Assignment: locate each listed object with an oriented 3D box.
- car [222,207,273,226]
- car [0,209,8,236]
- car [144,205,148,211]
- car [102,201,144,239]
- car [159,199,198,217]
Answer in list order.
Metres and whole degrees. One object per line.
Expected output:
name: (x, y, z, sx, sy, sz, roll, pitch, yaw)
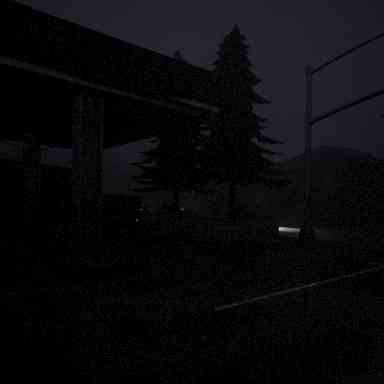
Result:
car: (4.080, 1.815, 25.013, 1.994, 1.385, 4.181, 1, 0, -35)
car: (-11.671, 1.520, 18.466, 2.242, 1.667, 4.611, 1, 0, -36)
car: (-7.487, 1.664, 41.317, 2.033, 1.411, 5.357, 1, 0, -35)
car: (-4.539, 1.446, 18.283, 1.905, 1.878, 3.866, 1, 0, -36)
car: (-1.339, 1.540, 32.653, 2.097, 1.767, 4.553, 1, 0, -36)
